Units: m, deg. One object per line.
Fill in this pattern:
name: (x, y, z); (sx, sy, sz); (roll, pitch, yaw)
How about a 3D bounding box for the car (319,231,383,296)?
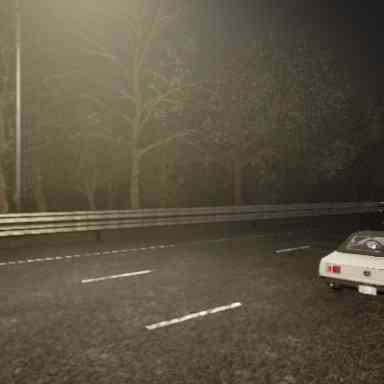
car: (4.824, 1.616, 8.136); (1.895, 1.301, 4.718); (0, 0, 40)
